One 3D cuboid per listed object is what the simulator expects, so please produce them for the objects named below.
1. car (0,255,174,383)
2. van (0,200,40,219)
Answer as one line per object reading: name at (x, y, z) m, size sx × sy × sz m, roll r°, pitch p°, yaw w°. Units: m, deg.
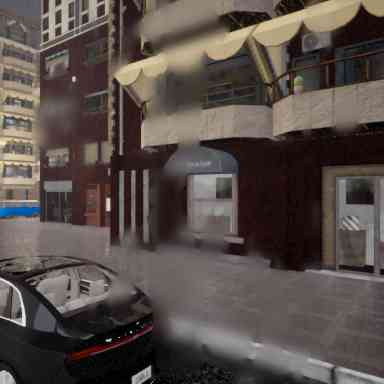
car at (-2.263, 1.551, 4.483) m, size 4.403 × 1.369 × 2.008 m, roll 0°, pitch 0°, yaw 35°
van at (-16.559, 1.708, 32.133) m, size 1.690 × 1.788 × 3.998 m, roll -1°, pitch -2°, yaw 35°
